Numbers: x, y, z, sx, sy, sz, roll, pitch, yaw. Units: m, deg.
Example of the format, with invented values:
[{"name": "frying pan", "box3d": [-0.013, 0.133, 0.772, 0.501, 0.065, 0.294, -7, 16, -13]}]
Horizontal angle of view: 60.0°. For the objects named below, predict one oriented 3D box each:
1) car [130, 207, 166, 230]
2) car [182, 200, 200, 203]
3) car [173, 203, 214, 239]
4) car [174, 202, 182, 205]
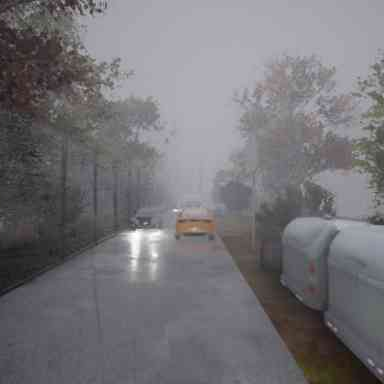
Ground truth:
[{"name": "car", "box3d": [-2.807, 1.709, 22.003, 1.994, 1.385, 4.181, 0, -1, 0]}, {"name": "car", "box3d": [0.217, 1.756, 38.374, 2.097, 1.767, 4.553, 0, -1, 0]}, {"name": "car", "box3d": [0.127, 1.577, 17.860, 1.882, 1.535, 5.008, 0, -1, 0]}, {"name": "car", "box3d": [-2.476, 2.571, 63.414, 2.128, 1.511, 4.902, 0, -2, 1]}]
